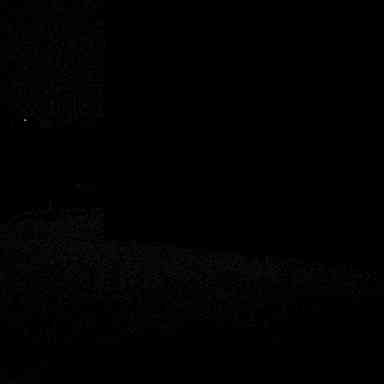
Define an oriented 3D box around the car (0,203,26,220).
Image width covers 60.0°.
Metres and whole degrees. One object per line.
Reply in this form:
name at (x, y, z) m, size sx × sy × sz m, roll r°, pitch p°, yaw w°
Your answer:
car at (-15.140, 1.541, 25.551) m, size 2.008 × 1.369 × 4.403 m, roll 0°, pitch 0°, yaw 35°
